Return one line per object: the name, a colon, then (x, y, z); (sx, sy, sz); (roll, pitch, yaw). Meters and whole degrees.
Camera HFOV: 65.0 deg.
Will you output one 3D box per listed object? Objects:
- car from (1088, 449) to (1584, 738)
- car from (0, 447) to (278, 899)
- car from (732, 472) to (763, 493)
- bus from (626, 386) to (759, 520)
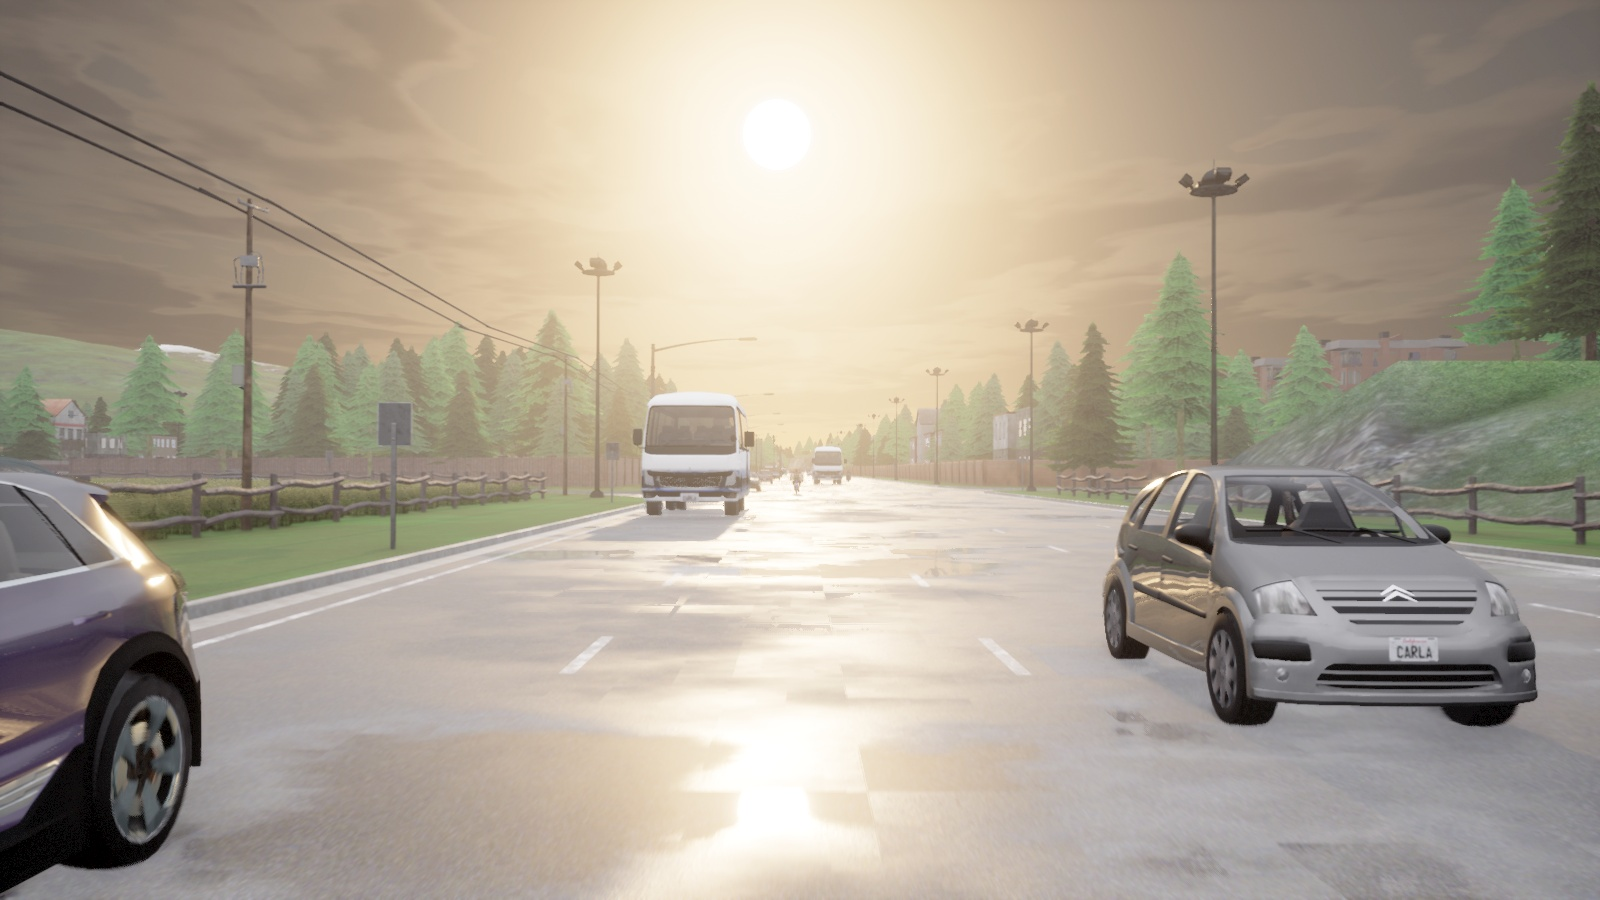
car: (3.477, 0.841, 9.072); (1.851, 1.617, 3.988); (0, -1, 0)
car: (-3.509, 0.814, 3.577); (2.033, 1.649, 4.856); (0, -1, 0)
car: (-3.719, 2.305, 90.246); (2.033, 1.411, 5.357); (0, -1, 0)
bus: (-3.616, 0.170, 45.387); (3.944, 4.253, 10.273); (0, -1, 0)
